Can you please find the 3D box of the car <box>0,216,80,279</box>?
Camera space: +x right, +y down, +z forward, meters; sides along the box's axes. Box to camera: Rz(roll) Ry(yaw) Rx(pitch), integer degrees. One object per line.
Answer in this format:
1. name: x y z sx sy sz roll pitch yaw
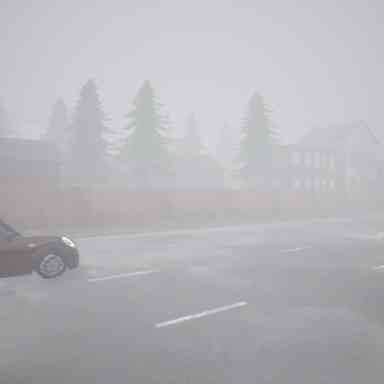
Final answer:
1. car: -5.319 1.354 8.551 4.553 1.767 2.097 0 0 -35
